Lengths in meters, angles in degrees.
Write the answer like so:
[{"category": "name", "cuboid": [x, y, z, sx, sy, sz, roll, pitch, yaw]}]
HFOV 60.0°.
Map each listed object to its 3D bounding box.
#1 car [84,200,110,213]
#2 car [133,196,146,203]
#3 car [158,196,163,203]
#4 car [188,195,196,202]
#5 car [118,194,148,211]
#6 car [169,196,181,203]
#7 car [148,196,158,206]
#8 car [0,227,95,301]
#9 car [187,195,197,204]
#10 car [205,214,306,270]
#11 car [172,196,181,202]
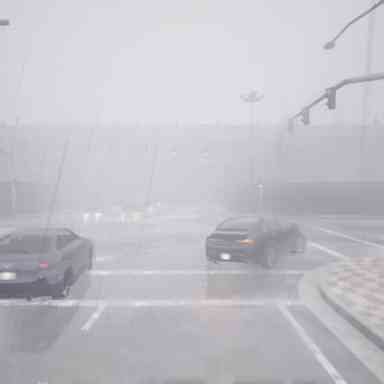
[{"category": "car", "cuboid": [-10.589, 1.564, 37.253, 1.994, 1.385, 4.181, 0, 0, 0]}, {"category": "car", "cuboid": [-10.499, 1.553, 67.204, 1.994, 1.385, 4.181, 0, 0, 0]}, {"category": "car", "cuboid": [-6.998, 1.517, 68.502, 2.128, 1.511, 4.902, 0, 0, 0]}, {"category": "car", "cuboid": [0.002, 1.500, 76.684, 1.837, 1.490, 4.892, 0, 0, 0]}, {"category": "car", "cuboid": [-7.092, 1.223, 40.643, 2.150, 2.045, 5.566, 0, 0, 0]}, {"category": "car", "cuboid": [-3.498, 1.564, 66.692, 1.994, 1.385, 4.181, 0, 0, 0]}, {"category": "car", "cuboid": [-7.058, 1.602, 53.242, 1.895, 1.301, 4.718, 0, 0, 0]}, {"category": "car", "cuboid": [-3.744, 1.557, 8.340, 1.994, 1.385, 4.181, 0, 0, -6]}, {"category": "car", "cuboid": [0.002, 1.478, 66.328, 1.882, 1.535, 5.008, 0, 0, 0]}, {"category": "car", "cuboid": [2.251, 1.483, 11.091, 1.837, 1.490, 4.892, -2, -1, 34]}, {"category": "car", "cuboid": [-3.498, 1.595, 76.714, 1.895, 1.301, 4.718, 0, 0, 0]}]
